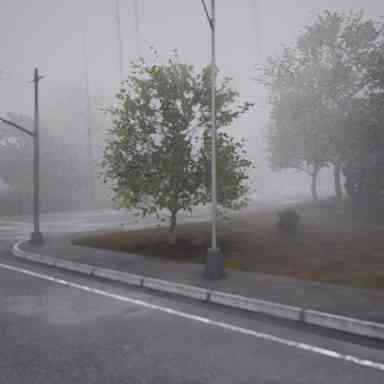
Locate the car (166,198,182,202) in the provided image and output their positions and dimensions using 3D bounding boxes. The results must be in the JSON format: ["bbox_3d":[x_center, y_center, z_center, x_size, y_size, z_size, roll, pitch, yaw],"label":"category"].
[{"bbox_3d":[-2.280,1.040,44.750,2.097,1.767,4.553,0,2,39],"label":"car"}]
